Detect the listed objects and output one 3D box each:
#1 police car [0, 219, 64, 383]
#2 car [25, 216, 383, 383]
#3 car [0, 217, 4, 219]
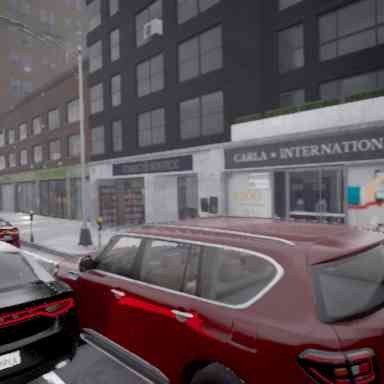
[{"bbox_3d":[-3.566,1.427,5.038,1.930,1.638,5.238,-2,1,-44],"label":"police car"},{"bbox_3d":[-0.040,1.242,4.171,2.192,1.841,5.009,-2,1,-44],"label":"car"},{"bbox_3d":[-7.856,1.541,12.359,1.887,1.381,4.507,-2,1,-44],"label":"car"}]
